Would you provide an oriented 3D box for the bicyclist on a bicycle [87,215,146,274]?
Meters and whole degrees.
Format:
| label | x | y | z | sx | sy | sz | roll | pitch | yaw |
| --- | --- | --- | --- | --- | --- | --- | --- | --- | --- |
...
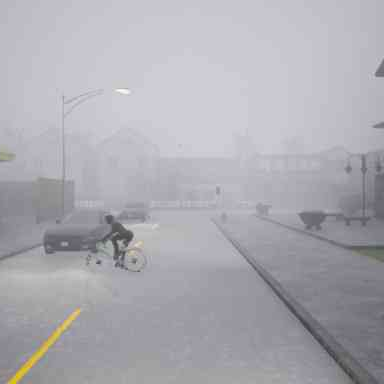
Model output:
| label | x | y | z | sx | sy | sz | roll | pitch | yaw |
| --- | --- | --- | --- | --- | --- | --- | --- | --- | --- |
| bicyclist on a bicycle | -2.097 | 1.452 | 9.164 | 1.656 | 1.620 | 0.582 | -2 | 0 | 0 |

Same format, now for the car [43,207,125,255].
| label | x | y | z | sx | sy | sz | roll | pitch | yaw |
| --- | --- | --- | --- | --- | --- | --- | --- | --- | --- |
| car | -4.281 | 1.478 | 13.581 | 1.882 | 1.535 | 5.008 | 0 | 0 | -1 |

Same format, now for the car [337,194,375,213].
| label | x | y | z | sx | sy | sz | roll | pitch | yaw |
| --- | --- | --- | --- | --- | --- | --- | --- | --- | --- |
| car | 18.737 | 1.220 | 36.177 | 5.566 | 2.045 | 2.150 | 0 | 0 | 0 |

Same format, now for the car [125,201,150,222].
| label | x | y | z | sx | sy | sz | roll | pitch | yaw |
| --- | --- | --- | --- | --- | --- | --- | --- | --- | --- |
| car | -4.401 | 1.504 | 26.021 | 1.837 | 1.490 | 4.892 | 0 | 0 | -1 |
